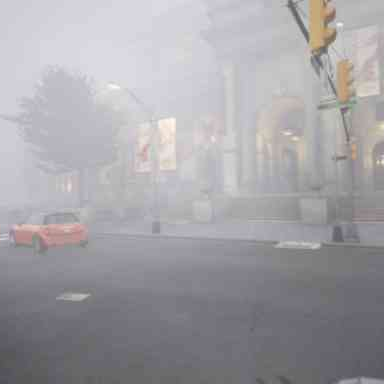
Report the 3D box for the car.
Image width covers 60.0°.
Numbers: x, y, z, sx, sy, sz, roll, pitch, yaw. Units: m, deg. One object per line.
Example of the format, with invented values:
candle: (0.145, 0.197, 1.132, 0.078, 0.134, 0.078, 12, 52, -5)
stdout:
car: (-6.783, 1.703, 15.505, 2.097, 1.767, 4.553, -1, -1, -45)
